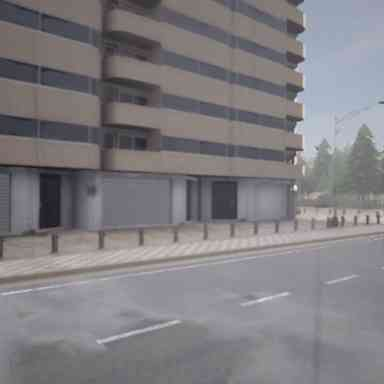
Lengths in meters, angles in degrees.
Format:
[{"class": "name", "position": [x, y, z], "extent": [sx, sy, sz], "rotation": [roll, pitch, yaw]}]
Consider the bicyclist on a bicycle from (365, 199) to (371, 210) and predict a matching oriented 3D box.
[{"class": "bicyclist on a bicycle", "position": [26.444, 1.901, 50.021], "extent": [1.656, 1.620, 0.582], "rotation": [0, 0, -36]}]
